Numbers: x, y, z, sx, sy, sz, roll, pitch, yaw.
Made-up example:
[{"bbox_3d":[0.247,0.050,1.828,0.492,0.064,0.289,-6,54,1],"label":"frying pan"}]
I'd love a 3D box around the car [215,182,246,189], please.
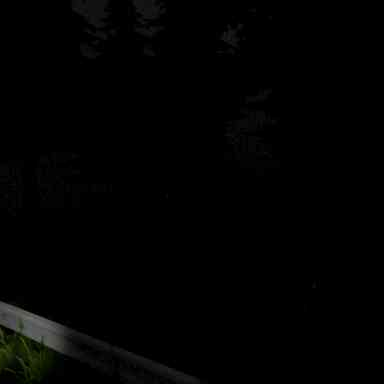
[{"bbox_3d":[4.503,-0.299,37.696,5.008,1.535,1.882,-4,0,-5],"label":"car"}]

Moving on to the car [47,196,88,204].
[{"bbox_3d":[-11.587,1.115,30.925,4.181,1.385,1.994,-5,3,-32],"label":"car"}]

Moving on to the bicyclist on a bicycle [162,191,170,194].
[{"bbox_3d":[-2.234,0.269,28.847,0.582,1.620,1.656,1,4,-28],"label":"bicyclist on a bicycle"}]
